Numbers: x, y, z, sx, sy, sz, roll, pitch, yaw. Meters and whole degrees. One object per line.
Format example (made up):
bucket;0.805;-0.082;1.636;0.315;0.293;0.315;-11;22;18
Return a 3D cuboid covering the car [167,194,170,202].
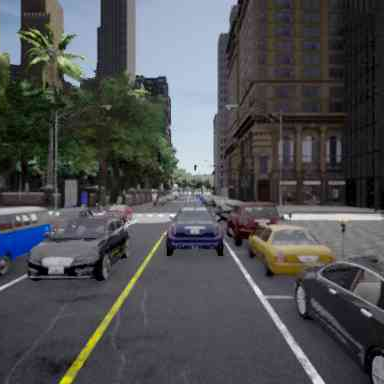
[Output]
car;-5.754;1.606;63.635;1.967;1.590;4.097;0;0;0

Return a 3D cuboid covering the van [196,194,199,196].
van;2.776;1.556;90.717;1.690;1.788;3.998;0;0;0

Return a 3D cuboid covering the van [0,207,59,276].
van;-5.765;1.372;10.078;1.690;1.788;3.998;0;0;0

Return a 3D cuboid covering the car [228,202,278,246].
car;2.762;1.361;15.487;2.192;1.841;5.009;0;0;0

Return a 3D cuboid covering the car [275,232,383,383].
car;2.761;1.565;4.636;2.008;1.369;4.403;0;0;0

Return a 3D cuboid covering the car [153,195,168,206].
car;-5.755;1.705;58.215;2.008;1.369;4.403;0;0;0

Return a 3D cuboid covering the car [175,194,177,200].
car;-5.751;1.522;85.318;2.192;1.841;5.009;0;0;0

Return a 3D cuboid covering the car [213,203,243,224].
car;2.765;1.642;26.337;1.947;1.339;4.313;0;0;0

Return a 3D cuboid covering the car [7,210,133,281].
car;-3.092;1.522;10.034;2.128;1.511;4.902;0;0;0

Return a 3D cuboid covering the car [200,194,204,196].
car;2.771;1.691;63.784;1.752;1.417;4.829;0;0;0

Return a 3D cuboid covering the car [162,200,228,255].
car;0.106;1.393;13.699;2.097;1.767;4.553;0;0;0

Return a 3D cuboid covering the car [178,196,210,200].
car;0.106;1.431;27.521;2.097;1.767;4.553;0;0;0

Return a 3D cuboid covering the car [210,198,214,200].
car;2.769;1.707;52.773;1.947;1.339;4.313;0;0;0

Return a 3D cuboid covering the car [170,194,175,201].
car;-5.751;1.638;79.897;1.967;1.590;4.097;0;0;0

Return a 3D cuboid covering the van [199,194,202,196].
van;2.772;1.518;69.035;1.690;1.788;3.998;0;0;0

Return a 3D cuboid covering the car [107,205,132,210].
car;-5.761;1.658;26.356;1.802;1.307;4.206;0;0;0

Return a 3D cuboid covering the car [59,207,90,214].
car;-5.763;1.487;15.504;1.967;1.590;4.097;0;0;0

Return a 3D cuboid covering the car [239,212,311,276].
car;2.762;1.556;10.231;1.752;1.417;4.829;0;0;0
